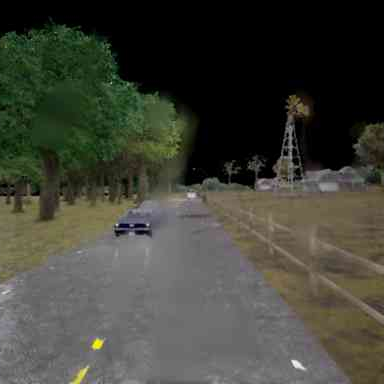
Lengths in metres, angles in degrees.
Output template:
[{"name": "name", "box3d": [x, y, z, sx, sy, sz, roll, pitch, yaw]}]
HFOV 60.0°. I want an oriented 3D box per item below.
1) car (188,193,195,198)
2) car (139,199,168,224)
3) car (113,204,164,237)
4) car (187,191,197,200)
[{"name": "car", "box3d": [-0.079, 0.934, 92.552, 1.837, 1.490, 4.892, 0, 0, 0]}, {"name": "car", "box3d": [-2.786, 1.275, 22.472, 2.097, 1.767, 4.553, 0, 0, 0]}, {"name": "car", "box3d": [-2.768, 1.569, 17.581, 1.895, 1.301, 4.718, 0, 1, 0]}, {"name": "car", "box3d": [-0.071, 0.852, 82.157, 2.150, 2.045, 5.566, 0, 0, 0]}]
